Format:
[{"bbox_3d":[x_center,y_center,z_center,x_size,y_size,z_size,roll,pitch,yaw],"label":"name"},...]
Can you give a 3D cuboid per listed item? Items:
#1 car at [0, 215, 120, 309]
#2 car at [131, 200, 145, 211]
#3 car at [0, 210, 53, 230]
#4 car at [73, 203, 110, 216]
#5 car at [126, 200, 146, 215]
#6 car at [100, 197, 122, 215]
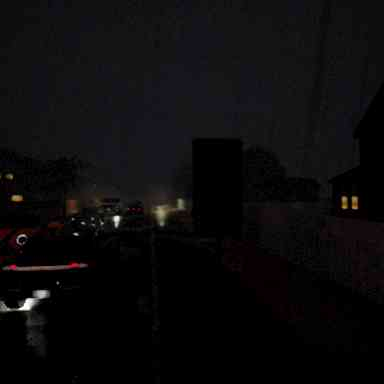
[{"bbox_3d":[-2.890,1.565,8.132,2.128,1.511,4.902,-1,0,-7],"label":"car"},{"bbox_3d":[-7.857,1.930,48.725,1.882,1.535,5.008,-1,0,-7],"label":"car"},{"bbox_3d":[-6.237,1.490,12.002,2.097,1.767,4.553,-1,-1,-7],"label":"car"},{"bbox_3d":[-7.915,1.814,25.716,2.033,1.411,5.357,-1,0,-7],"label":"car"},{"bbox_3d":[-6.538,1.902,38.287,2.033,1.411,5.357,-1,0,-6],"label":"car"},{"bbox_3d":[-9.533,1.617,39.450,2.150,2.045,5.566,-1,-1,-7],"label":"car"}]
